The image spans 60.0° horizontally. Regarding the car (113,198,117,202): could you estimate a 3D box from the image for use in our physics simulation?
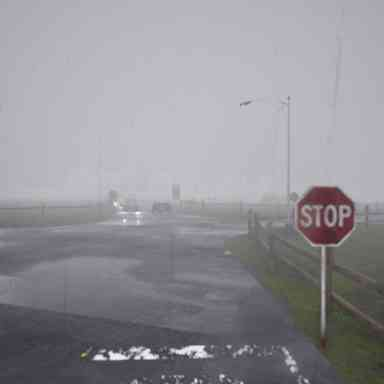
[{"bbox_3d":[-15.229,1.289,67.287,2.128,1.511,4.902,0,0,-20],"label":"car"}]

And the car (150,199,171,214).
[{"bbox_3d":[-3.337,1.423,34.926,1.882,1.535,5.008,0,0,-10],"label":"car"}]

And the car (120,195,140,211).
[{"bbox_3d":[-7.146,1.435,38.823,1.837,1.490,4.892,0,0,-12],"label":"car"}]

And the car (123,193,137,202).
[{"bbox_3d":[-12.935,1.140,69.006,2.097,1.767,4.553,0,0,-22],"label":"car"}]

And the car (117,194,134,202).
[{"bbox_3d":[-9.830,1.364,50.001,1.882,1.535,5.008,0,0,-15],"label":"car"}]
